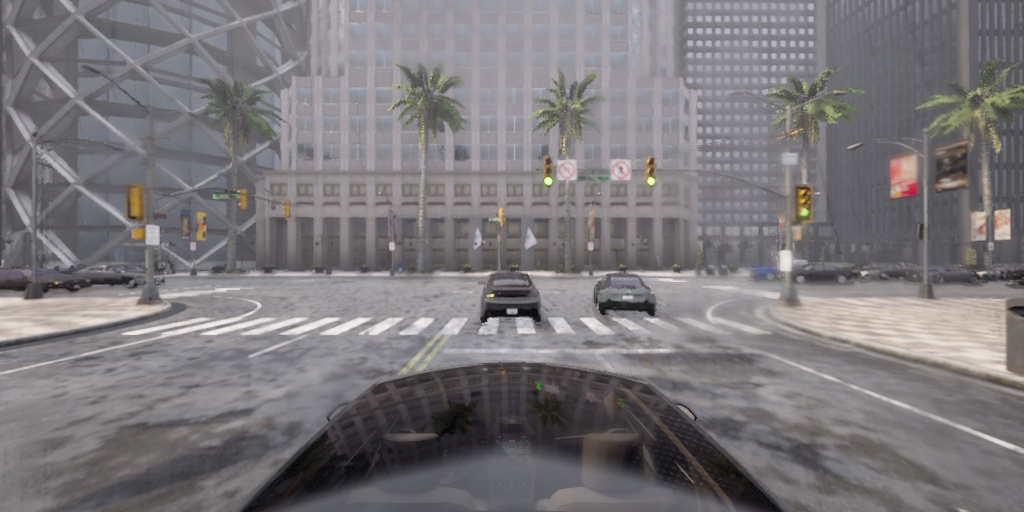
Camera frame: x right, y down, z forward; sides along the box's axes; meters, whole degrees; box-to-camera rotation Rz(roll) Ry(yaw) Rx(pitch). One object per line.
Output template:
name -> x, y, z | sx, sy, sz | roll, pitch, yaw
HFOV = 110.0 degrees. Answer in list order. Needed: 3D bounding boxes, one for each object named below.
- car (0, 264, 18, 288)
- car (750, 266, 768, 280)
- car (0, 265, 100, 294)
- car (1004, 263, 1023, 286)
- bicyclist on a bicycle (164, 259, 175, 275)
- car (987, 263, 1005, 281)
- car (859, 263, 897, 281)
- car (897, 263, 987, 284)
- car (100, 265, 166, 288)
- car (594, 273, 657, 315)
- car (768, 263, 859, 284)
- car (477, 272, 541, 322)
car -> -35.185, 1.305, 22.315 | 5.008, 1.535, 1.882 | 0, 0, -19
car -> 23.429, 1.339, 31.162 | 5.008, 1.535, 1.882 | 0, 0, 0
car -> -27.502, 1.368, 20.363 | 5.357, 1.411, 2.033 | 0, 0, -3
car -> 36.807, 1.311, 23.915 | 5.008, 1.535, 1.882 | 0, 0, 0
bicyclist on a bicycle -> -35.768, 1.185, 37.465 | 0.582, 1.620, 1.656 | 0, 0, -12
car -> 43.151, 1.352, 31.096 | 4.902, 1.511, 2.128 | 0, 0, 0
car -> 33.002, 1.353, 31.136 | 4.902, 1.511, 2.128 | 0, 0, 0
car -> 33.038, 1.412, 27.638 | 4.181, 1.385, 1.994 | 0, 0, 0
car -> -25.960, 1.324, 23.762 | 4.902, 1.511, 2.128 | 0, 0, -4
car -> 4.276, 1.360, 13.938 | 1.994, 1.385, 4.181 | 0, 0, 12
car -> 23.170, 1.326, 27.662 | 5.008, 1.535, 1.882 | 0, 0, 0
car -> -0.123, 1.298, 12.529 | 1.837, 1.490, 4.892 | 0, 0, -3
